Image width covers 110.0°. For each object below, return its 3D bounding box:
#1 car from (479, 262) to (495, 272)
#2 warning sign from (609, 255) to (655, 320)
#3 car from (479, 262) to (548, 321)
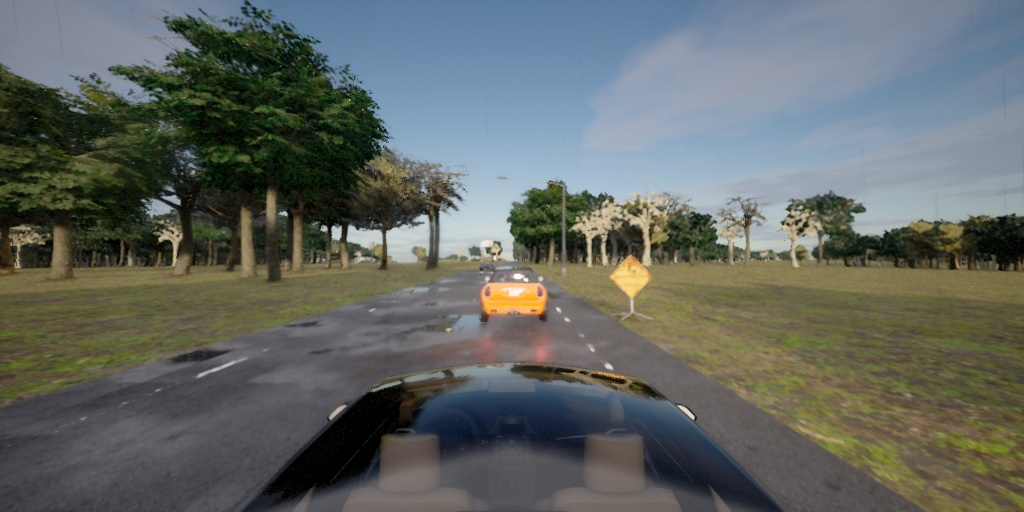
[{"bbox_3d":[-3.550,1.510,51.576,1.994,1.385,4.181,0,0,0],"label":"car"},{"bbox_3d":[3.555,0.892,10.623,1.300,1.860,1.060,0,0,0],"label":"warning sign"},{"bbox_3d":[0.074,1.135,12.777,2.097,1.767,4.553,0,0,0],"label":"car"}]
